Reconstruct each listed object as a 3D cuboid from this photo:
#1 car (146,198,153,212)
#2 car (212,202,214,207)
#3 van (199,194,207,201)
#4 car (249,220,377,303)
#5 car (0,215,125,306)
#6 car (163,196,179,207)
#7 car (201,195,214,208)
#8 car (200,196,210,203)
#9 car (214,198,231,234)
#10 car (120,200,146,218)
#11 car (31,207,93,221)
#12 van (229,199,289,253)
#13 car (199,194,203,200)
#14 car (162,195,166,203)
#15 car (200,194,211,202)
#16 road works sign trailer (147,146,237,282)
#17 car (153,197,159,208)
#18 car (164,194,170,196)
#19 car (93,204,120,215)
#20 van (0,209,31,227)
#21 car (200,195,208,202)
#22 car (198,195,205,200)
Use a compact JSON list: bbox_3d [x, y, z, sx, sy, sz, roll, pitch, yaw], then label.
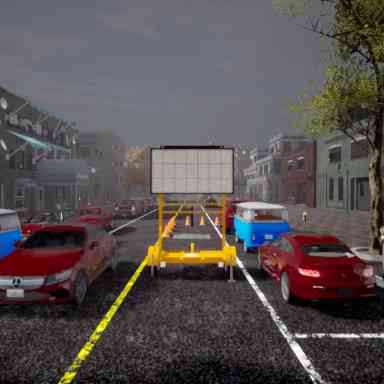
[{"bbox_3d":[-5.716,1.534,35.630,1.887,1.381,4.507,-1,0,0],"label":"car"},{"bbox_3d":[2.672,1.575,24.541,1.802,1.307,4.206,-1,0,0],"label":"car"},{"bbox_3d":[2.630,1.314,80.024,1.690,1.788,3.998,-1,0,0],"label":"van"},{"bbox_3d":[2.684,1.580,7.896,1.802,1.307,4.206,-1,0,0],"label":"car"},{"bbox_3d":[-3.104,1.523,8.173,1.812,1.442,4.674,0,0,0],"label":"car"},{"bbox_3d":[-3.036,1.640,52.409,1.895,1.301,4.718,0,0,0],"label":"car"},{"bbox_3d":[2.656,1.552,46.734,1.947,1.339,4.313,-1,0,0],"label":"car"},{"bbox_3d":[2.640,1.560,68.928,1.802,1.307,4.206,-1,0,0],"label":"car"},{"bbox_3d":[2.674,1.310,18.993,2.192,1.841,5.009,-1,0,0],"label":"car"},{"bbox_3d":[-5.714,1.431,30.081,1.967,1.590,4.097,-1,0,0],"label":"car"},{"bbox_3d":[-5.702,1.436,13.436,1.967,1.590,4.097,-1,0,0],"label":"car"},{"bbox_3d":[2.677,1.337,13.444,1.690,1.788,3.998,-1,0,0],"label":"van"},{"bbox_3d":[2.646,1.297,57.831,2.192,1.841,5.009,-1,0,0],"label":"car"},{"bbox_3d":[-5.729,1.535,52.274,2.008,1.369,4.403,-1,0,0],"label":"car"},{"bbox_3d":[2.653,1.509,52.452,1.752,1.417,4.829,-1,0,0],"label":"car"},{"bbox_3d":[0.006,0.462,9.722,2.380,3.560,2.880,0,0,0],"label":"road works sign trailer"},{"bbox_3d":[-5.724,1.568,46.726,1.802,1.307,4.206,-1,0,0],"label":"car"},{"bbox_3d":[-5.746,1.291,74.468,2.192,1.841,5.009,-1,0,0],"label":"car"},{"bbox_3d":[-5.705,1.539,18.985,1.887,1.381,4.507,-1,0,0],"label":"car"},{"bbox_3d":[-5.699,1.339,7.888,1.690,1.788,3.998,-1,0,0],"label":"van"},{"bbox_3d":[2.636,1.501,74.646,1.752,1.417,4.829,-1,0,0],"label":"car"},{"bbox_3d":[2.624,1.494,91.291,1.752,1.417,4.829,-1,0,0],"label":"car"}]
